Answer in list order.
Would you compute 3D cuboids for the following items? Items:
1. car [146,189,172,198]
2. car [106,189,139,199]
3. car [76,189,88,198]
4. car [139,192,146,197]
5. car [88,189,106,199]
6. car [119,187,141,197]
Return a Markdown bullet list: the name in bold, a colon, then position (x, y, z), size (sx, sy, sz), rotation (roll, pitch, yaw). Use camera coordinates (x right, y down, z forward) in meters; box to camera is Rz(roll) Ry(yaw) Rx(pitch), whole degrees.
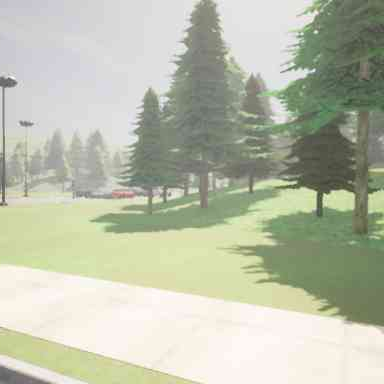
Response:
- **car**: position (-6.029, 0.007, 64.173), size (2.150, 2.045, 5.566), rotation (1, 1, 25)
- **car**: position (-11.074, 0.250, 53.501), size (2.097, 1.767, 4.553), rotation (1, 1, 26)
- **car**: position (-17.395, 0.237, 56.514), size (2.128, 1.511, 4.902), rotation (1, 1, 26)
- **car**: position (-9.206, 0.259, 65.656), size (2.033, 1.411, 5.357), rotation (1, 1, 25)
- **car**: position (-14.373, 0.426, 54.734), size (1.895, 1.301, 4.718), rotation (1, 1, 26)
- **car**: position (-12.376, -0.010, 67.130), size (2.097, 1.767, 4.553), rotation (1, 1, 25)
